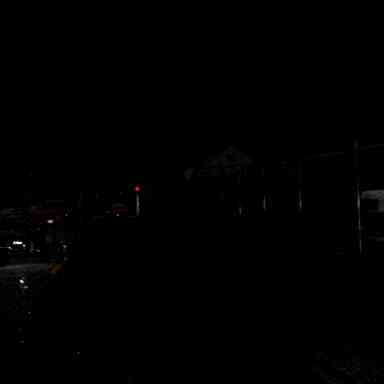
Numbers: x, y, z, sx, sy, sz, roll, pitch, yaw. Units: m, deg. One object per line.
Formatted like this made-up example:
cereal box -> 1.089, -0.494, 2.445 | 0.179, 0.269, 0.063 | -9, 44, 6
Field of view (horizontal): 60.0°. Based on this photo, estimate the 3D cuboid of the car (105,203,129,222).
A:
car -> -6.497, 1.693, 28.843 | 1.882, 1.535, 5.008 | -2, 0, -13

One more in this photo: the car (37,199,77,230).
car -> -9.600, 1.542, 23.763 | 2.150, 2.045, 5.566 | -2, 0, -13

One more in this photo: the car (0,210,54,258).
car -> -7.219, 1.746, 13.695 | 1.837, 1.490, 4.892 | -2, 0, -13

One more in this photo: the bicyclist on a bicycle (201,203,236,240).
bicyclist on a bicycle -> 1.167, 1.308, 14.681 | 1.656, 1.620, 0.582 | -2, 0, -13
